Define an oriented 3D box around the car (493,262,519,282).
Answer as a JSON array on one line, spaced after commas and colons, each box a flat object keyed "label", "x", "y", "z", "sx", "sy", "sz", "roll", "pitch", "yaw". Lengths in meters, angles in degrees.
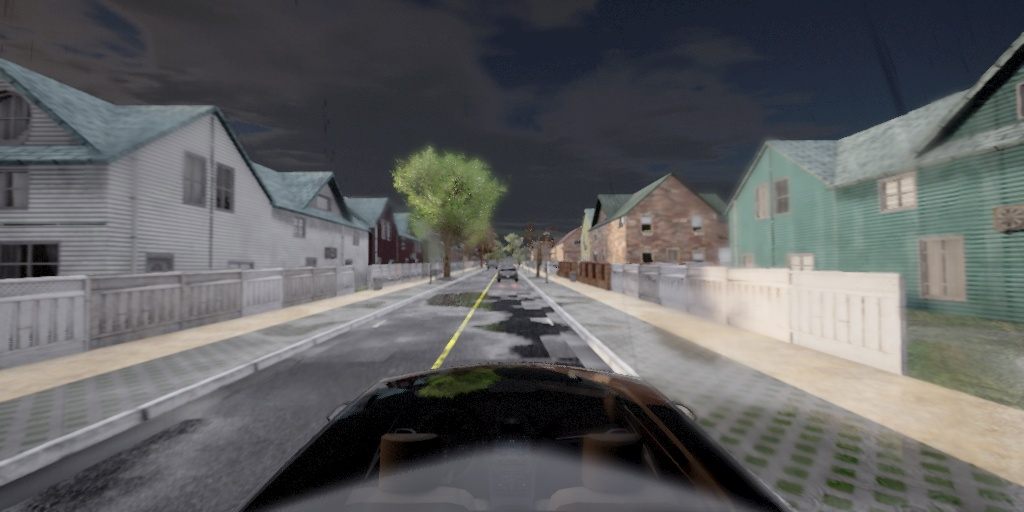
[{"label": "car", "x": -0.390, "y": 1.600, "z": 33.290, "sx": 2.128, "sy": 1.511, "sz": 4.902, "roll": 0, "pitch": -1, "yaw": -1}]
